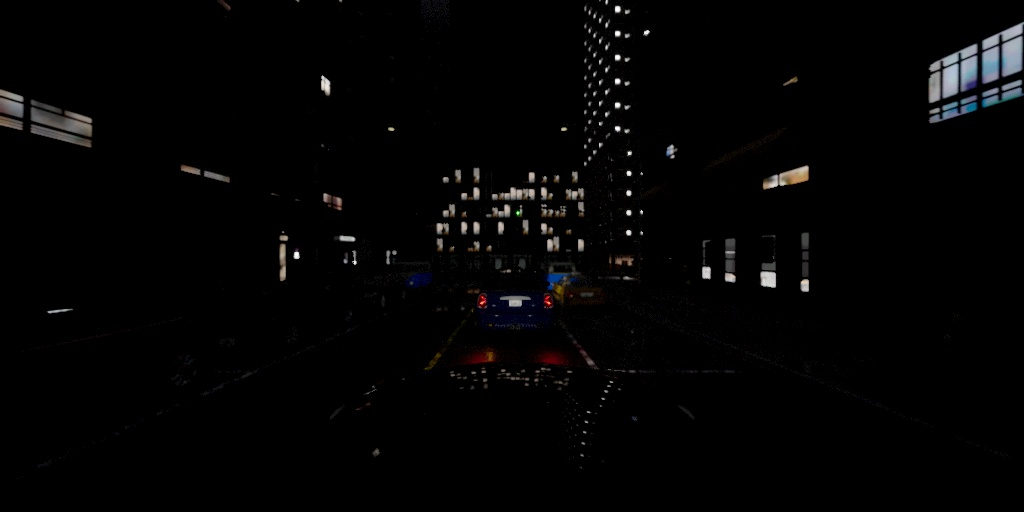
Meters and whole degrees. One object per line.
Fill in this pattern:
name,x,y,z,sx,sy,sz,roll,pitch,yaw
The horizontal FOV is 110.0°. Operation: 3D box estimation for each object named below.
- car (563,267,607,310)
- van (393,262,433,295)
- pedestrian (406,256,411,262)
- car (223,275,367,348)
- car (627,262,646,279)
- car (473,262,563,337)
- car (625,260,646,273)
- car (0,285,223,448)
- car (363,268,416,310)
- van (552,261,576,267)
car,2.683,1.363,15.093,1.751,1.417,4.829,0,0,0
van,-5.701,1.216,20.550,1.690,1.789,3.998,0,0,0
pedestrian,-12.413,0.918,42.957,0.375,1.860,0.375,0,0,0
car,-5.695,1.366,9.346,1.948,1.339,4.313,0,0,0
car,14.657,1.614,37.276,4.181,1.385,1.994,0,0,0
car,0.082,1.162,10.682,2.097,1.767,4.553,0,0,0
car,15.214,1.350,39.869,5.009,1.841,2.192,0,0,0
car,-5.692,1.203,3.745,1.967,1.591,4.097,0,0,0
car,-5.698,1.388,14.948,2.007,1.370,4.403,0,0,0
van,2.680,1.216,20.525,1.690,1.789,3.998,0,0,0
